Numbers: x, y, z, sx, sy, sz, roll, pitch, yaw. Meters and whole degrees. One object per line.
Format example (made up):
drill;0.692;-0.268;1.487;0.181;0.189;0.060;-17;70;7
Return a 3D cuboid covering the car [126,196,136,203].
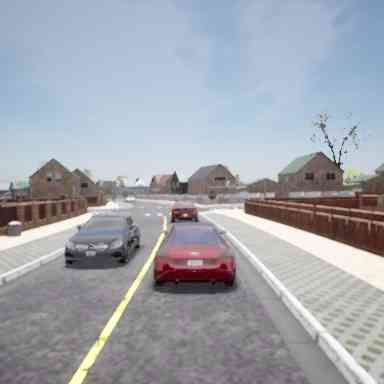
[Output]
car;-13.504;1.635;73.826;1.812;1.442;4.674;0;0;-18

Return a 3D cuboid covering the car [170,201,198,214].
car;-0.628;1.423;24.950;1.882;1.535;5.008;0;0;-4

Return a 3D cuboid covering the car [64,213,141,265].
car;-2.920;1.497;11.774;1.812;1.442;4.674;0;0;-1

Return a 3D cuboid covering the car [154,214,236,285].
car;0.055;1.540;9.409;1.994;1.385;4.181;0;0;0
